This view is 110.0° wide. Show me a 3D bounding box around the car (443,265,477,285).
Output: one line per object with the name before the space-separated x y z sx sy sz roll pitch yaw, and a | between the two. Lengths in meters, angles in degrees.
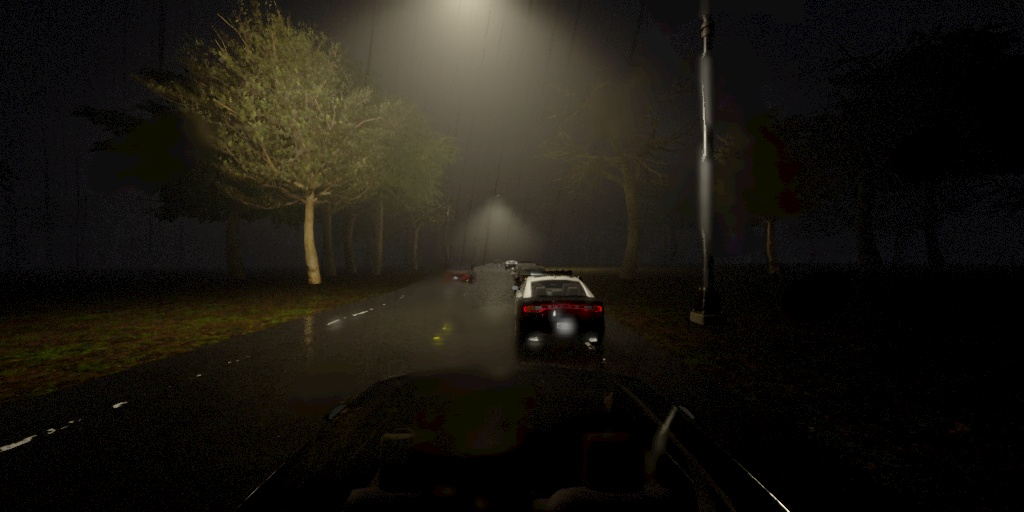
car | -3.649 1.324 25.854 1.994 1.385 4.181 0 0 0

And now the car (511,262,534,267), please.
car | 1.013 1.263 19.516 1.837 1.490 4.892 0 0 0

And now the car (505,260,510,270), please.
car | -0.037 1.393 52.779 1.895 1.301 4.718 0 0 0

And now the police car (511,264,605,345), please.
police car | 1.033 1.178 9.623 1.930 1.638 5.238 0 0 0

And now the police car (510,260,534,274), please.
police car | 1.001 1.185 25.626 1.930 1.638 5.238 0 0 0
